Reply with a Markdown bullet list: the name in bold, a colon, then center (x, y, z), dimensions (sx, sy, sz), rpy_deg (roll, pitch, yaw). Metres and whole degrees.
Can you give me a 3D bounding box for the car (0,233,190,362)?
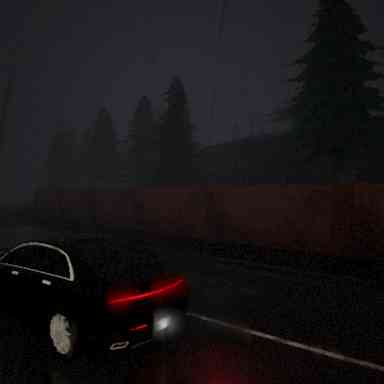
- **car**: center (-2.254, 1.513, 5.996), dimensions (4.892, 1.490, 1.837), rpy_deg (0, 0, 39)
